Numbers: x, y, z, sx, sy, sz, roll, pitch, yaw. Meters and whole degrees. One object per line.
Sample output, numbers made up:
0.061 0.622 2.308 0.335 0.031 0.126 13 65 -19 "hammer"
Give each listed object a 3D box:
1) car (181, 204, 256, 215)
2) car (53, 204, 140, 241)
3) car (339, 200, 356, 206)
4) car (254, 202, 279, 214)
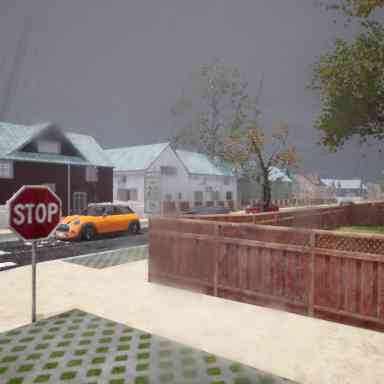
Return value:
1.865 1.750 21.917 2.033 1.411 5.357 0 0 37 "car"
-4.931 1.477 17.671 2.097 1.767 4.553 0 -1 37 "car"
24.180 2.037 51.631 2.128 1.511 4.902 0 0 36 "car"
7.163 1.796 33.808 1.882 1.535 5.008 0 0 37 "car"
